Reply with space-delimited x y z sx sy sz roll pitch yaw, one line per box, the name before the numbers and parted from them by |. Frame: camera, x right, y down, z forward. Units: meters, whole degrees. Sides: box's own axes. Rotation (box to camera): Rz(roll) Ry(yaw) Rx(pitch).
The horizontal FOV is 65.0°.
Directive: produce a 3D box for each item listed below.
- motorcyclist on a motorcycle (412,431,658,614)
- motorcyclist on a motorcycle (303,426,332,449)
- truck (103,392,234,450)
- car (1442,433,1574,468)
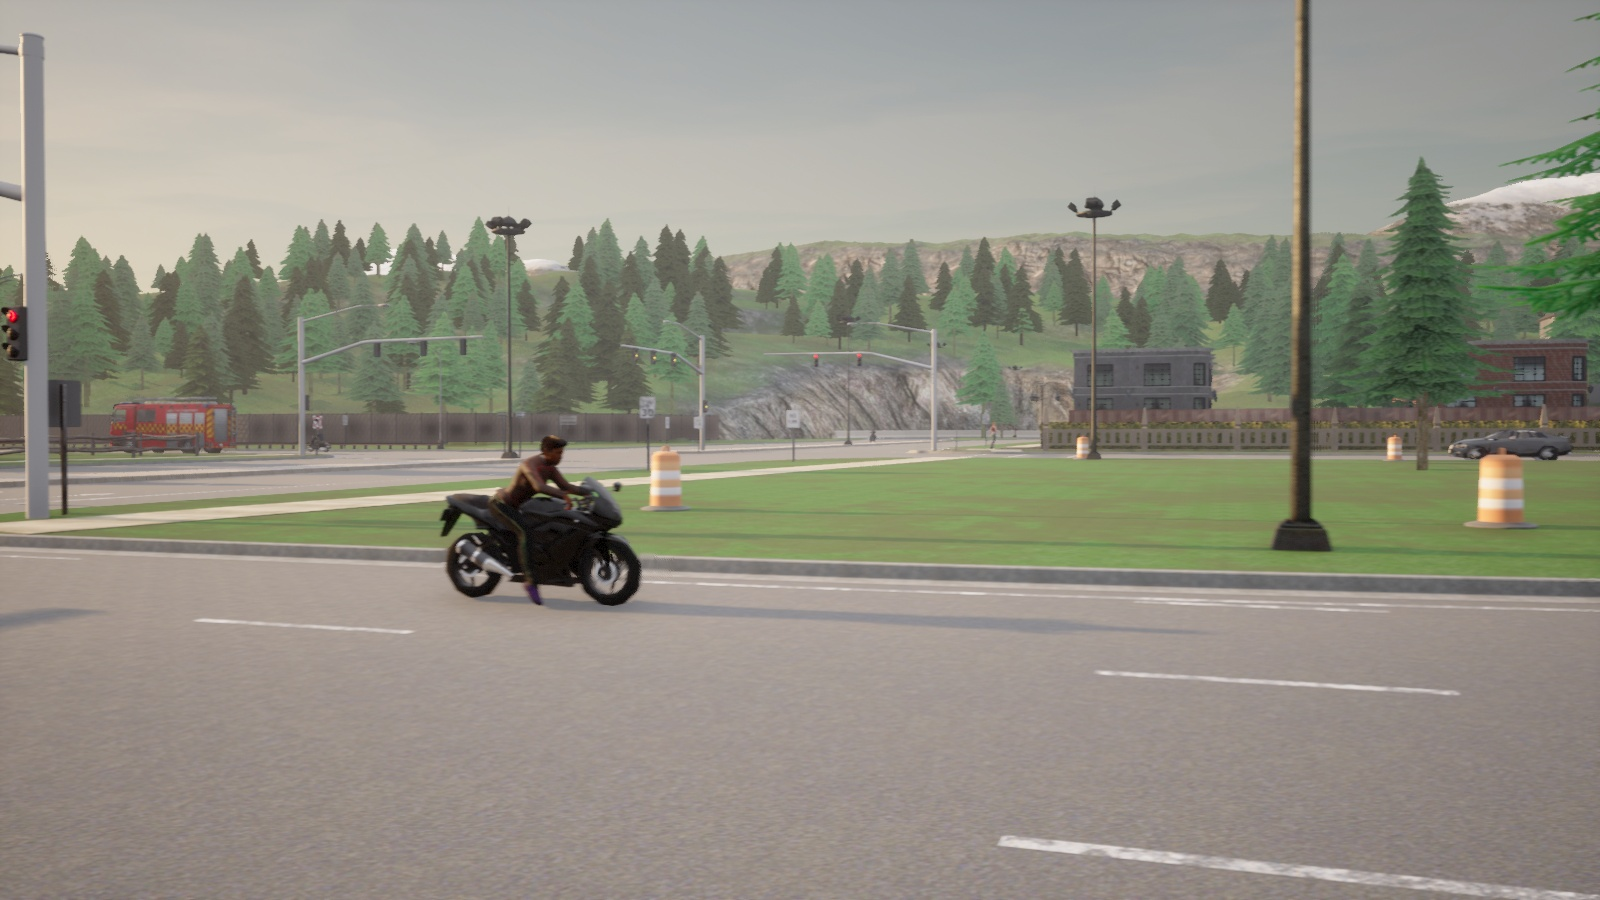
motorcyclist on a motorcycle | -2.399 0.606 11.385 2.044 1.523 0.797 1 1 19
motorcyclist on a motorcycle | -34.812 -0.897 90.606 1.817 1.590 0.866 0 1 18
truck | -43.280 -1.985 86.035 8.468 3.827 2.891 1 1 18
car | 32.151 0.005 57.209 4.902 1.511 2.128 1 1 18
